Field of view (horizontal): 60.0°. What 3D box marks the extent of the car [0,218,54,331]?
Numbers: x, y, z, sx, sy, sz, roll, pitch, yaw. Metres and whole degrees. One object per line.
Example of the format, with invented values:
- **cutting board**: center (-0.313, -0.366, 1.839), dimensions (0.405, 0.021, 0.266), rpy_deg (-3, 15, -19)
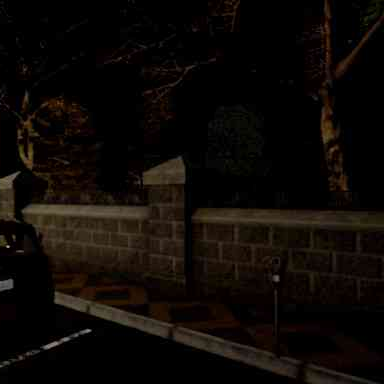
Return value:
- **car**: center (-4.521, 1.388, 5.929), dimensions (5.009, 1.841, 2.192), rpy_deg (-1, 0, 35)
